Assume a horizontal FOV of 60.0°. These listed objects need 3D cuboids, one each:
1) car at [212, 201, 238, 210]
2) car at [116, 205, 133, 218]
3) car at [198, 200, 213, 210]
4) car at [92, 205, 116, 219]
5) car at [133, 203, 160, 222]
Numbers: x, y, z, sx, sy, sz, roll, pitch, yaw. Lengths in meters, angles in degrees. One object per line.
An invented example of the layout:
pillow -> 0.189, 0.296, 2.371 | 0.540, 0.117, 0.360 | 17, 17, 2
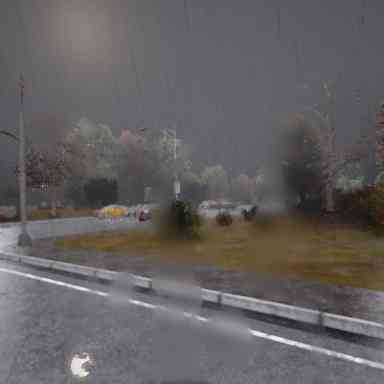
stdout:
car -> 6.104, 2.362, 57.469 | 2.033, 1.411, 5.357 | -3, -2, 32
car -> -5.905, 2.174, 38.507 | 2.128, 1.511, 4.902 | -3, -2, 32
car -> 2.775, 2.294, 58.773 | 2.097, 1.767, 4.553 | -3, -2, 32
car -> -9.516, 2.290, 39.344 | 1.882, 1.535, 5.008 | -3, -1, 32
car -> -2.780, 1.750, 30.226 | 2.097, 1.767, 4.553 | -3, -2, 33
